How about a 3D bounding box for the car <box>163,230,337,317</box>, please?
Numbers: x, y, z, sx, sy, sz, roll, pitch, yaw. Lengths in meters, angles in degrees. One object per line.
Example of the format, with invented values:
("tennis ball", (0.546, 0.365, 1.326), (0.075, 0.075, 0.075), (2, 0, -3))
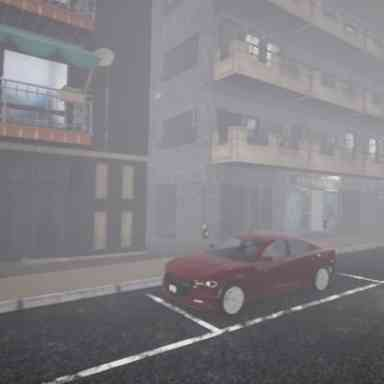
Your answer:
("car", (1.476, 1.607, 7.599), (4.507, 1.381, 1.887), (1, 0, -36))
